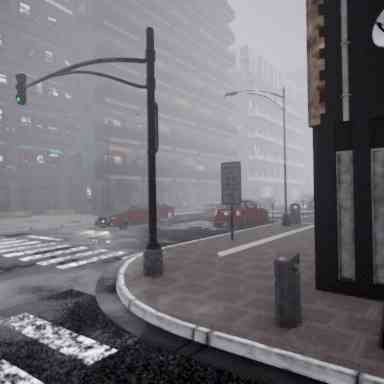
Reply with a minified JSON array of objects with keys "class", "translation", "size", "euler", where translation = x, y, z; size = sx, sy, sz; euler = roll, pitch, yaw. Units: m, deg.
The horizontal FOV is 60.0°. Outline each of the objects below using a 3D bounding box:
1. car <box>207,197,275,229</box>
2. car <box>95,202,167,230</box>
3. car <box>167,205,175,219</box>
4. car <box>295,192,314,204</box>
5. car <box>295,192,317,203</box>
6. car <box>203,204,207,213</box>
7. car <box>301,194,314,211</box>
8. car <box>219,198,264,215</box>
[{"class":"car","translation":[3.013,1.199,19.740],"size":[1.967,1.590,4.097],"euler":[-1,0,36]},{"class":"car","translation":[-3.842,1.462,20.358],"size":[1.994,1.385,4.181],"euler":[-1,0,36]},{"class":"car","translation":[-3.203,1.455,25.779],"size":[1.887,1.381,4.507],"euler":[-1,0,36]},{"class":"car","translation":[16.614,1.186,48.290],"size":[2.033,1.411,5.357],"euler":[-1,0,36]},{"class":"car","translation":[19.480,0.927,56.792],"size":[2.192,1.841,5.009],"euler":[-1,0,36]},{"class":"car","translation":[2.815,1.380,33.893],"size":[2.008,1.369,4.403],"euler":[-1,0,36]},{"class":"car","translation":[12.924,1.194,33.542],"size":[1.947,1.339,4.313],"euler":[-1,0,36]},{"class":"car","translation":[4.912,1.328,32.383],"size":[2.033,1.411,5.357],"euler":[-1,0,36]}]
